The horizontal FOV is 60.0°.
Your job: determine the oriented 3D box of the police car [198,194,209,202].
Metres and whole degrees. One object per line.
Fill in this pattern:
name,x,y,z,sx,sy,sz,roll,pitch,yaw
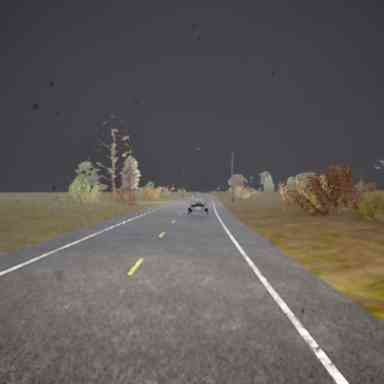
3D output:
police car,2.256,1.113,62.827,2.038,1.542,4.974,0,0,3

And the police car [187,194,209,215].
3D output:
police car,0.609,1.200,30.798,2.038,1.542,4.974,0,0,2
